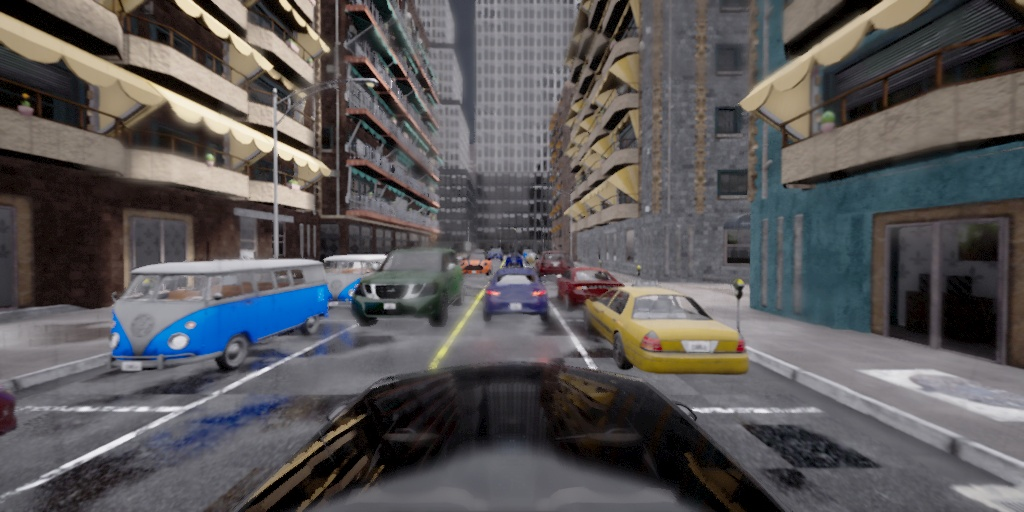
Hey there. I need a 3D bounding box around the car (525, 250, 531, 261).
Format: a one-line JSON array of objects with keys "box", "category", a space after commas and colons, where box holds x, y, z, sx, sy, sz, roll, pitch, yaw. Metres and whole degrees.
[{"box": [2.724, 0.302, 46.728, 1.751, 1.417, 4.829, 0, 0, 0], "category": "car"}]

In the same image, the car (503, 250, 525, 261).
[{"box": [0.235, 0.372, 41.010, 1.882, 1.535, 5.008, 0, 1, 0], "category": "car"}]

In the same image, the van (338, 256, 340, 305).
[{"box": [-5.279, 0.845, 12.752, 1.690, 1.789, 3.998, 0, 0, 0], "category": "van"}]

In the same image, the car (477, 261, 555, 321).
[{"box": [0.127, 1.066, 11.276, 1.812, 1.442, 4.674, 0, 1, 1], "category": "car"}]

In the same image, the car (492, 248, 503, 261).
[{"box": [-2.556, -0.244, 57.824, 2.150, 2.045, 5.566, 0, 1, 0], "category": "car"}]

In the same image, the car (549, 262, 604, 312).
[{"box": [2.601, 1.055, 12.724, 1.888, 1.381, 4.507, 0, 0, 0], "category": "car"}]

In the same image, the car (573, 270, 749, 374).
[{"box": [2.582, 1.159, 7.255, 1.751, 1.417, 4.829, 0, 0, 0], "category": "car"}]

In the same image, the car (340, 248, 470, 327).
[{"box": [-2.818, 0.766, 11.071, 2.150, 2.045, 5.566, 0, 1, 0], "category": "car"}]

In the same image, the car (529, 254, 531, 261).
[{"box": [2.663, 0.667, 29.811, 1.751, 1.417, 4.829, 0, 0, 0], "category": "car"}]

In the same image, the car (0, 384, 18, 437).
[{"box": [-5.320, 1.333, 1.474, 1.802, 1.307, 4.207, 0, 0, 0], "category": "car"}]

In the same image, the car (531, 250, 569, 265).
[{"box": [2.642, 0.579, 24.002, 2.192, 1.841, 5.009, 0, 0, 0], "category": "car"}]

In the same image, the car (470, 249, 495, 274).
[{"box": [-2.693, 0.524, 28.024, 2.097, 1.767, 4.553, 0, 1, 1], "category": "car"}]

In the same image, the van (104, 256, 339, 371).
[{"box": [-5.299, 0.968, 7.113, 1.690, 1.789, 3.998, 0, 0, 0], "category": "van"}]
